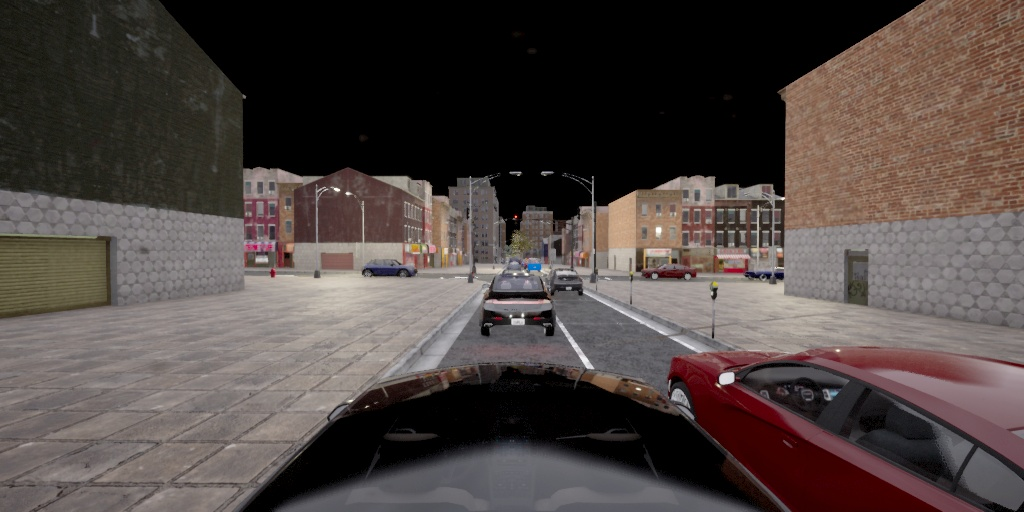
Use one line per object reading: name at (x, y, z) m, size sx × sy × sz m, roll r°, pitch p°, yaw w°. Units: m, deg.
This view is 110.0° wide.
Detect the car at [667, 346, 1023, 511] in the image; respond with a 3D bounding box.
car at (2.637, 1.294, 2.387) m, size 1.888 × 1.381 × 4.507 m, roll 0°, pitch 0°, yaw 0°

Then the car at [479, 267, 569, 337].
car at (0.142, 1.243, 10.353) m, size 2.128 × 1.511 × 4.902 m, roll 0°, pitch 0°, yaw 0°

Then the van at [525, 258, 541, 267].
van at (2.861, 1.210, 46.217) m, size 1.690 × 1.789 × 3.998 m, roll 0°, pitch 0°, yaw 0°

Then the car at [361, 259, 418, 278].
car at (-10.611, 1.039, 31.381) m, size 4.553 × 1.767 × 2.097 m, roll 1°, pitch 1°, yaw 0°

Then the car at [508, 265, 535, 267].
car at (0.219, 1.369, 20.396) m, size 1.895 × 1.301 × 4.718 m, roll 0°, pitch 0°, yaw 1°

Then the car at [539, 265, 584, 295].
car at (2.723, 1.316, 19.263) m, size 2.007 × 1.370 × 4.403 m, roll 0°, pitch 0°, yaw 0°

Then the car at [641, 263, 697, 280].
car at (14.863, 1.462, 34.152) m, size 5.008 × 1.535 × 1.882 m, roll 1°, pitch 1°, yaw 0°

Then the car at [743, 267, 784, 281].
car at (24.823, 1.716, 34.087) m, size 4.718 × 1.301 × 1.895 m, roll 1°, pitch 1°, yaw 0°

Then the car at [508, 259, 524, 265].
car at (0.349, 1.470, 52.425) m, size 1.994 × 1.385 × 4.181 m, roll 0°, pitch 0°, yaw 0°
